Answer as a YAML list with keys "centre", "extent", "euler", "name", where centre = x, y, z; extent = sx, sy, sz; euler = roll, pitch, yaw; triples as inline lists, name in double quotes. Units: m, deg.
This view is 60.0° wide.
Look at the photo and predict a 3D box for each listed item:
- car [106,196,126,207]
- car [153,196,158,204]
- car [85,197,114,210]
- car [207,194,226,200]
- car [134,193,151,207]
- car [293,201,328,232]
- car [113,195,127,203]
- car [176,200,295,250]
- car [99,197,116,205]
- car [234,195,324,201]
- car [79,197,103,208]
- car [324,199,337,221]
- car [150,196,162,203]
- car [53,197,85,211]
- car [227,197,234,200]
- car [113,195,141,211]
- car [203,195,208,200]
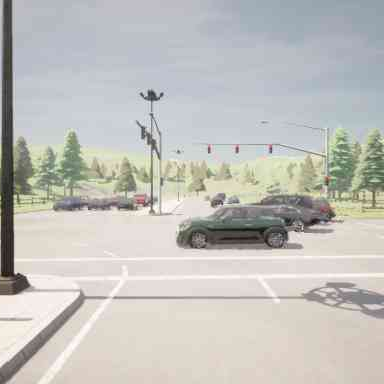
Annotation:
- centre: [-11.533, 1.472, 50.583]
  extent: [1.882, 1.535, 5.008]
  euler: [0, 0, 0]
  name: "car"
- centre: [-7.984, 1.540, 61.996]
  extent: [2.033, 1.411, 5.357]
  euler: [0, 0, 0]
  name: "car"
- centre: [-11.549, 1.559, 41.605]
  extent: [1.994, 1.385, 4.181]
  euler: [0, 0, 0]
  name: "car"
- centre: [3.657, 1.499, 49.081]
  extent: [1.837, 1.490, 4.892]
  euler: [0, 0, 0]
  name: "car"
- centre: [-8.032, 1.215, 51.656]
  extent: [2.150, 2.045, 5.566]
  euler: [0, 0, 0]
  name: "car"
- centre: [5.280, 1.489, 20.115]
  extent: [4.902, 1.511, 2.128]
  euler: [0, 1, 32]
  name: "car"
- centre: [-14.912, 1.491, 69.160]
  extent: [1.837, 1.490, 4.892]
  euler: [0, 0, 0]
  name: "car"
- centre: [1.592, 1.349, 13.898]
  extent: [4.553, 1.767, 2.097]
  euler: [0, 0, -3]
  name: "car"
- centre: [-15.005, 1.557, 59.049]
  extent: [1.994, 1.385, 4.181]
  euler: [0, 0, 0]
  name: "car"
- centre: [6.185, 1.219, 24.071]
  extent: [5.566, 2.045, 2.150]
  euler: [0, 1, 39]
  name: "car"
- centre: [-15.036, 1.541, 49.811]
  extent: [2.033, 1.411, 5.357]
  euler: [0, 0, 0]
  name: "car"
- centre: [9.062, 1.348, 26.518]
  extent: [4.553, 1.767, 2.097]
  euler: [0, -1, 28]
  name: "car"
- centre: [-7.884, 1.517, 72.664]
  extent: [2.033, 1.411, 5.357]
  euler: [0, 0, 0]
  name: "car"
- centre: [-15.051, 1.347, 40.352]
  extent: [2.097, 1.767, 4.553]
  euler: [0, 0, 0]
  name: "car"
- centre: [7.171, 1.540, 57.494]
  extent: [2.033, 1.411, 5.357]
  euler: [0, 0, 0]
  name: "car"
- centre: [-8.045, 1.473, 41.722]
  extent: [1.882, 1.535, 5.008]
  euler: [0, 0, 0]
  name: "car"
- centre: [3.854, 1.468, 84.119]
  extent: [1.882, 1.535, 5.008]
  euler: [0, 0, 2]
  name: "car"
